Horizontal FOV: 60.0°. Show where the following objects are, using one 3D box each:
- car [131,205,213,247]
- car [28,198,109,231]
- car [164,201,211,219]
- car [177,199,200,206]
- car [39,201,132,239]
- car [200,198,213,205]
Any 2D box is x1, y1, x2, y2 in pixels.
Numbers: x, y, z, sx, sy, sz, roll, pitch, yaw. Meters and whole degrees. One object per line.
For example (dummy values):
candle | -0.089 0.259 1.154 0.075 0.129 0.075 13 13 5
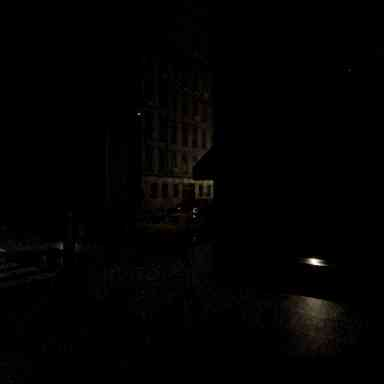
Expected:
car | -0.290 1.528 15.123 1.752 1.417 4.829 0 0 36
car | -6.913 1.279 19.656 2.192 1.841 5.009 0 0 36
car | -0.313 1.518 28.899 1.947 1.339 4.313 0 0 36
car | 0.693 1.319 25.934 2.097 1.767 4.553 0 0 35
car | -5.141 1.455 17.765 1.882 1.535 5.008 0 0 34
car | 2.913 1.312 19.604 2.192 1.841 5.009 0 0 36
